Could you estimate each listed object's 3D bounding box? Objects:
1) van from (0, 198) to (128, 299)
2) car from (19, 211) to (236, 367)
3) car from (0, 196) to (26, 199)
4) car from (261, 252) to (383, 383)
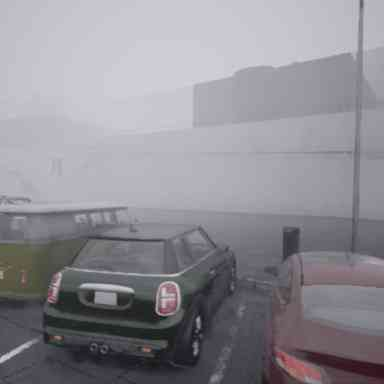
[{"bbox_3d":[-2.876,1.225,7.994,1.878,1.987,4.442,0,-1,16],"label":"van"},{"bbox_3d":[-0.488,1.341,6.116,2.185,1.767,4.553,0,-1,16],"label":"car"},{"bbox_3d":[-7.760,1.163,11.320,2.435,2.045,5.566,1,0,16],"label":"car"},{"bbox_3d":[1.943,1.525,4.408,2.002,1.452,4.674,0,-1,16],"label":"car"}]
